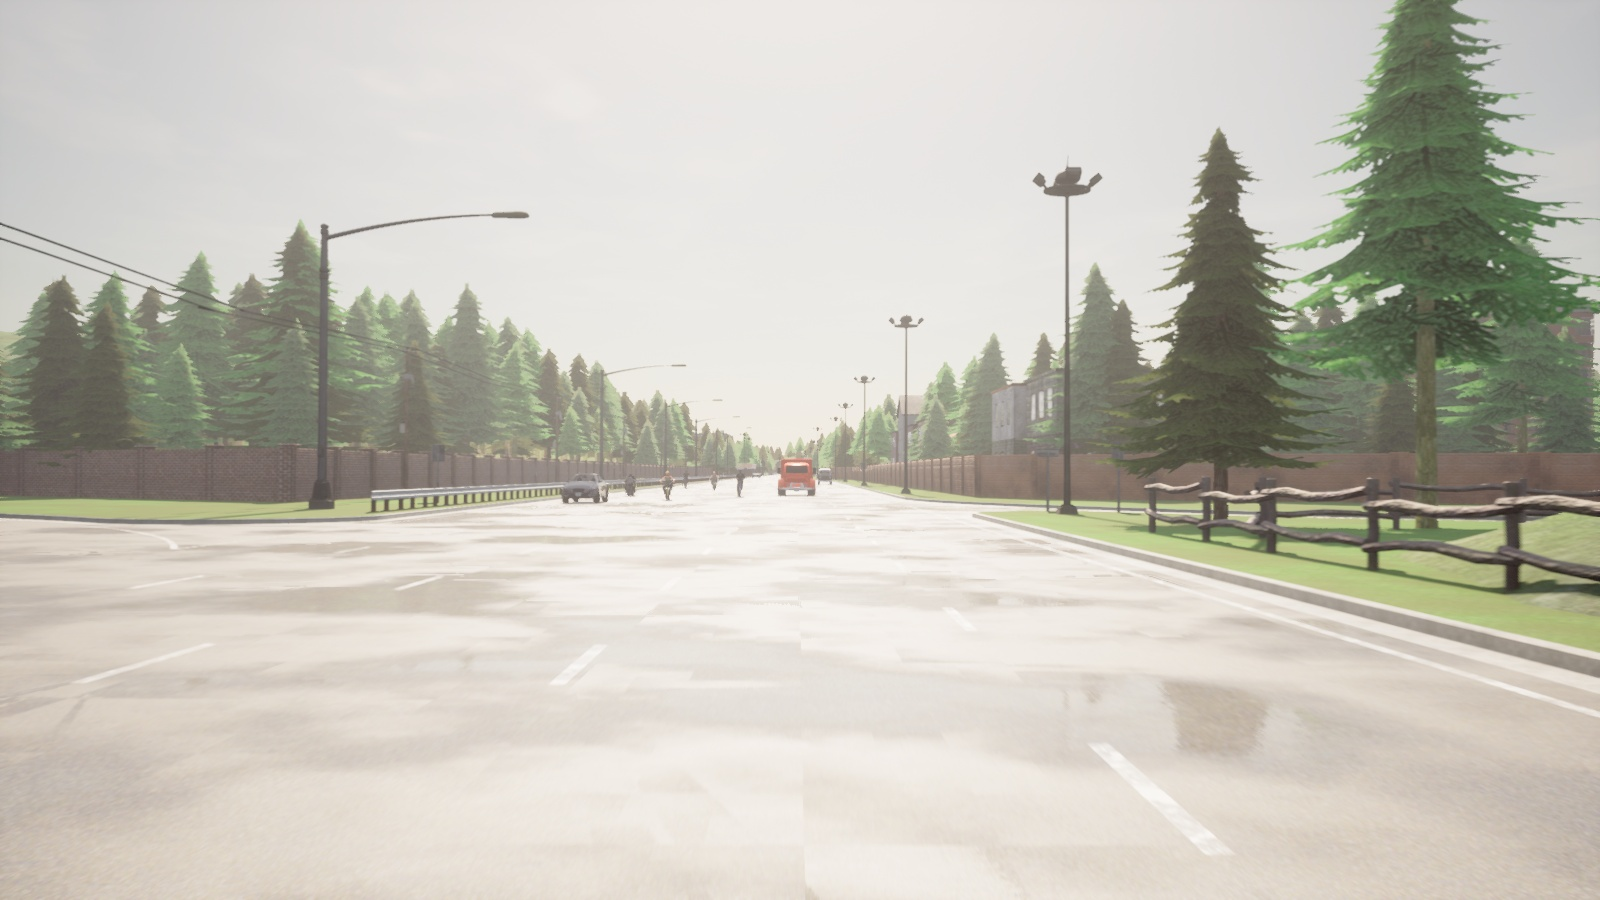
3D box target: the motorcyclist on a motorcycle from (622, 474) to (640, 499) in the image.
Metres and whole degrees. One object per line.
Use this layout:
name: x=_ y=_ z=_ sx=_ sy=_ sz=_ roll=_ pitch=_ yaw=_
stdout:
motorcyclist on a motorcycle: x=-10.695 y=2.303 z=79.562 sx=0.866 sy=1.530 sz=2.191 roll=0 pitch=-1 yaw=0

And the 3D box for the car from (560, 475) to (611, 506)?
car: x=-10.653 y=1.981 z=62.591 sx=1.816 sy=1.474 sz=4.193 roll=0 pitch=-1 yaw=0

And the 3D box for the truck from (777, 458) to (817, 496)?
truck: x=-0.209 y=1.822 z=84.278 sx=2.627 sy=2.467 sz=5.204 roll=0 pitch=-1 yaw=0
